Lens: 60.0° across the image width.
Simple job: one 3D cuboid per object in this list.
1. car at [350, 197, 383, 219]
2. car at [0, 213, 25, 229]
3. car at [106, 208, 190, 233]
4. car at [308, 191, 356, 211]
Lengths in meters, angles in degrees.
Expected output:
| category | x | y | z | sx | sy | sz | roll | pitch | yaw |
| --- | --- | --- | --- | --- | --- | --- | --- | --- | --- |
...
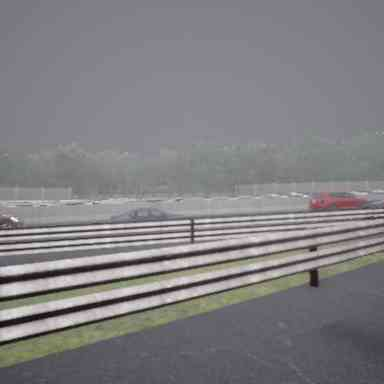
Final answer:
| category | x | y | z | sx | sy | sz | roll | pitch | yaw |
| --- | --- | --- | --- | --- | --- | --- | --- | --- | --- |
| car | 13.735 | 1.240 | 22.926 | 4.892 | 1.490 | 1.837 | -2 | 1 | -18 |
| car | -13.263 | 1.801 | 21.318 | 4.553 | 1.767 | 2.097 | -2 | 1 | -18 |
| car | -2.730 | 1.724 | 21.135 | 5.357 | 1.411 | 2.033 | -2 | 1 | -18 |
| car | 13.262 | 0.903 | 30.147 | 5.566 | 2.045 | 2.150 | -2 | 1 | -18 |
